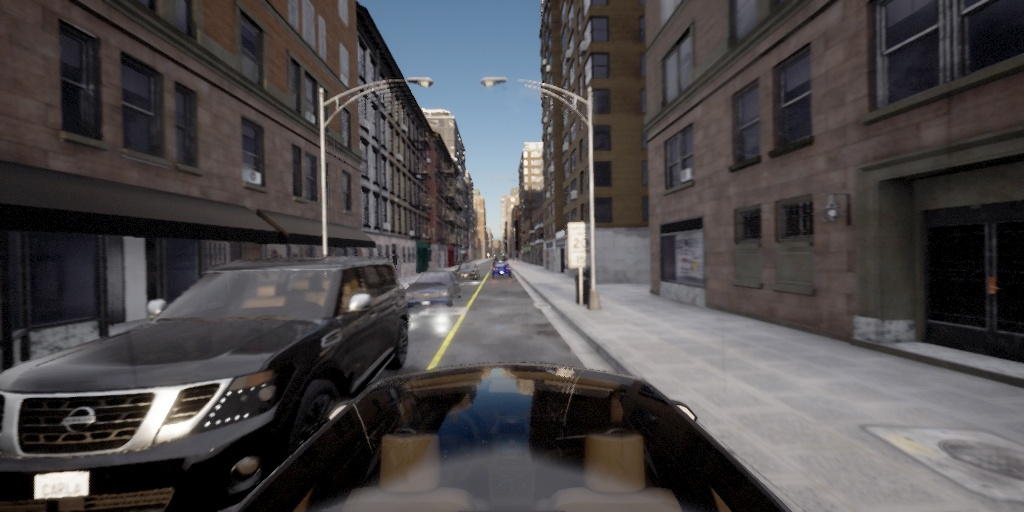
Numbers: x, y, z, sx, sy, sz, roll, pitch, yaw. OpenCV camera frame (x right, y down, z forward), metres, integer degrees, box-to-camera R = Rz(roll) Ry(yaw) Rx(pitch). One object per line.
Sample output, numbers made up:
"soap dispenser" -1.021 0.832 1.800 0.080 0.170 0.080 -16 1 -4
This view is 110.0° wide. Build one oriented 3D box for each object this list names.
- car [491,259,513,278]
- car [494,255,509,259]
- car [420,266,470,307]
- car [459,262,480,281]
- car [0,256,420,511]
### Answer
"car" -0.965 1.265 33.733 1.812 1.442 4.674 -1 0 -2
"car" -1.588 0.952 50.920 2.150 2.045 5.566 -1 0 -2
"car" -3.276 1.353 15.944 2.033 1.411 5.357 -1 0 -2
"car" -3.778 1.306 30.635 1.837 1.490 4.892 -1 0 -2
"car" -2.922 1.029 4.910 2.150 2.045 5.566 -1 0 -4
